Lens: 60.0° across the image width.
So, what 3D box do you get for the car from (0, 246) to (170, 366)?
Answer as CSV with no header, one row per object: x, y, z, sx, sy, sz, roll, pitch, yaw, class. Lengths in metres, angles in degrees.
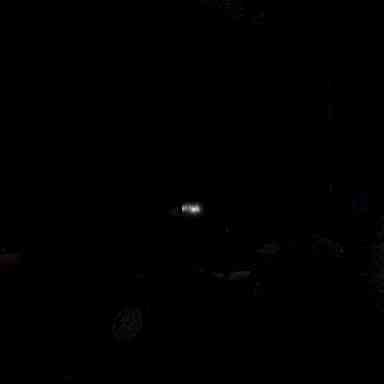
-2.470,1.545,4.772,4.507,1.381,1.887,0,0,-36,car

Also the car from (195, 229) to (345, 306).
2.024,1.582,7.986,4.206,1.307,1.802,0,0,-36,car
